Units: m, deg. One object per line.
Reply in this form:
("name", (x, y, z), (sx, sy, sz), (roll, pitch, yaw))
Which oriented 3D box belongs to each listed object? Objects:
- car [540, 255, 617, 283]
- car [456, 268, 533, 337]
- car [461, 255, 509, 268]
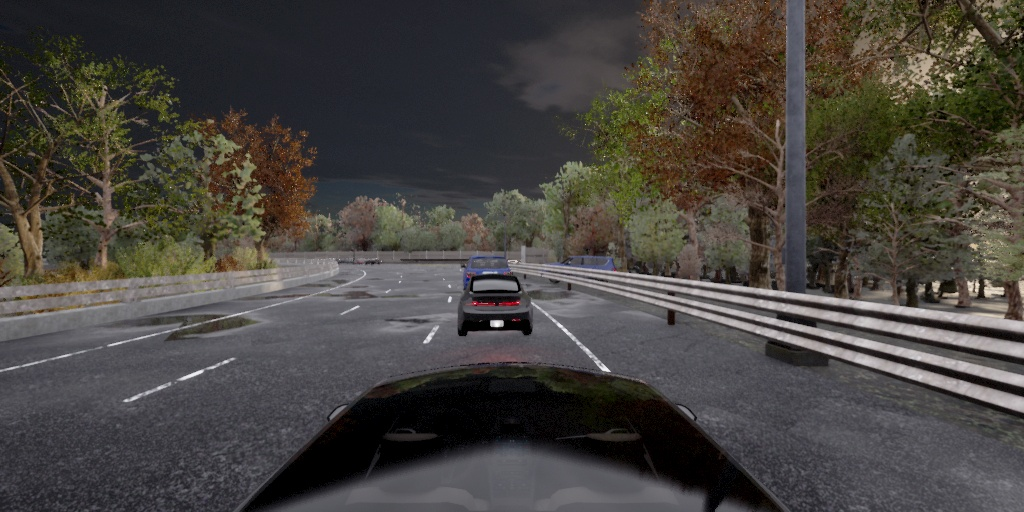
("car", (4.823, 0.975, 26.170), (5.566, 2.045, 2.150), (3, 1, 1))
("car", (-0.551, 1.255, 10.379), (1.837, 1.490, 4.892), (0, 0, -5))
("car", (-1.326, 0.971, 17.852), (2.150, 2.045, 5.566), (0, 0, -9))
